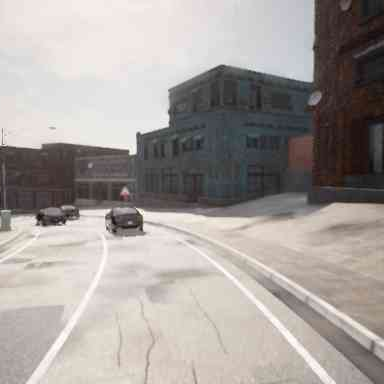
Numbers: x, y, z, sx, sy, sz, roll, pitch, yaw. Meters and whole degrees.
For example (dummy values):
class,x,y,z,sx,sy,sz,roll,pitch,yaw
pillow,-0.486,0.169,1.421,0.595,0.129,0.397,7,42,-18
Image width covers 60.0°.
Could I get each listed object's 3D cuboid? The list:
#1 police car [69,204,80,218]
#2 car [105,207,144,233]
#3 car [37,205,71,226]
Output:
class,x,y,z,sx,sy,sz,roll,pitch,yaw
police car,-14.842,2.302,38.815,1.930,1.638,5.238,-3,-1,-40
car,-4.511,1.706,21.699,1.882,1.535,5.008,-1,-1,-21
car,-12.390,2.112,29.245,1.882,1.535,5.008,-2,-1,-32
